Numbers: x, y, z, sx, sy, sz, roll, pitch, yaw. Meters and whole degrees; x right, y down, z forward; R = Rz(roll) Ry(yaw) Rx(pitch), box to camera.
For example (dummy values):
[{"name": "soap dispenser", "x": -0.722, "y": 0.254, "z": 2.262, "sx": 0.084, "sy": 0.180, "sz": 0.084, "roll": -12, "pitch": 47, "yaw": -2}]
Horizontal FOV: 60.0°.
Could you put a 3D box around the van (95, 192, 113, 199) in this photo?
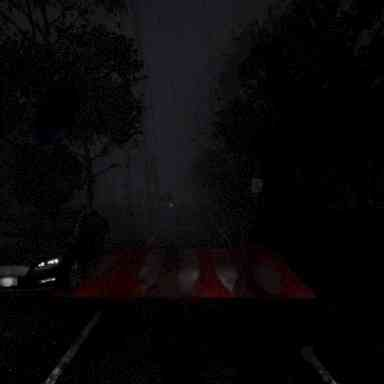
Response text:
[{"name": "van", "x": -24.379, "y": 0.994, "z": 92.278, "sx": 4.442, "sy": 1.987, "sz": 1.878, "roll": 0, "pitch": -1, "yaw": -1}]

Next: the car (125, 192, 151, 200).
[{"name": "car", "x": -10.963, "y": 0.775, "z": 67.244, "sx": 4.892, "sy": 1.521, "sz": 2.231, "roll": 0, "pitch": -1, "yaw": -1}]

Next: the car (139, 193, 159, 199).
[{"name": "car", "x": -11.137, "y": 1.105, "z": 86.666, "sx": 5.008, "sy": 1.535, "sz": 2.097, "roll": 0, "pitch": -1, "yaw": -1}]

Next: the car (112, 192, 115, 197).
[{"name": "car", "x": -24.231, "y": 1.170, "z": 89.506, "sx": 4.892, "sy": 1.521, "sz": 2.231, "roll": 0, "pitch": -1, "yaw": -1}]

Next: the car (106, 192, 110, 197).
[{"name": "car", "x": -24.181, "y": 1.065, "z": 83.841, "sx": 5.008, "sy": 1.535, "sz": 2.097, "roll": 0, "pitch": -1, "yaw": -1}]

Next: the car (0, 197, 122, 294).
[{"name": "car", "x": -3.433, "y": 1.206, "z": 8.572, "sx": 2.128, "sy": 1.511, "sz": 4.902, "roll": -1, "pitch": 5, "yaw": -1}]

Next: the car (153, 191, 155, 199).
[{"name": "car", "x": -10.989, "y": 0.809, "z": 70.016, "sx": 5.008, "sy": 1.535, "sz": 2.097, "roll": 0, "pitch": -1, "yaw": -1}]

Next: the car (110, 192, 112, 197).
[{"name": "car", "x": -24.207, "y": 1.118, "z": 86.736, "sx": 5.008, "sy": 1.535, "sz": 2.097, "roll": 0, "pitch": -1, "yaw": -1}]

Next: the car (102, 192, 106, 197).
[{"name": "car", "x": -24.131, "y": 0.891, "z": 81.198, "sx": 4.553, "sy": 1.767, "sz": 2.185, "roll": 0, "pitch": -1, "yaw": 0}]

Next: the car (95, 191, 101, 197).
[{"name": "car", "x": -24.107, "y": 0.916, "z": 75.657, "sx": 4.892, "sy": 1.521, "sz": 2.231, "roll": 0, "pitch": -1, "yaw": -1}]

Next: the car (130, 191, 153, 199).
[{"name": "car", "x": -11.039, "y": 0.727, "z": 72.795, "sx": 4.553, "sy": 1.767, "sz": 2.185, "roll": 0, "pitch": -1, "yaw": -1}]

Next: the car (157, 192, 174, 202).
[{"name": "car", "x": -3.793, "y": 0.784, "z": 50.533, "sx": 1.812, "sy": 1.442, "sz": 4.674, "roll": 0, "pitch": 0, "yaw": 0}]

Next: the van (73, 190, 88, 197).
[{"name": "van", "x": -24.156, "y": 0.559, "z": 67.232, "sx": 4.442, "sy": 1.987, "sz": 1.878, "roll": 0, "pitch": -1, "yaw": -1}]

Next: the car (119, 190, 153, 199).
[{"name": "car", "x": -10.748, "y": 0.744, "z": 64.478, "sx": 5.366, "sy": 1.575, "sz": 1.946, "roll": 0, "pitch": -1, "yaw": -1}]

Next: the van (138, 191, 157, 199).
[{"name": "van", "x": -11.223, "y": 0.829, "z": 83.893, "sx": 4.442, "sy": 1.987, "sz": 1.878, "roll": 0, "pitch": -1, "yaw": -1}]

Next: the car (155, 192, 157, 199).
[{"name": "car", "x": -11.004, "y": 0.650, "z": 75.569, "sx": 5.566, "sy": 2.045, "sz": 2.435, "roll": 0, "pitch": -1, "yaw": -1}]
